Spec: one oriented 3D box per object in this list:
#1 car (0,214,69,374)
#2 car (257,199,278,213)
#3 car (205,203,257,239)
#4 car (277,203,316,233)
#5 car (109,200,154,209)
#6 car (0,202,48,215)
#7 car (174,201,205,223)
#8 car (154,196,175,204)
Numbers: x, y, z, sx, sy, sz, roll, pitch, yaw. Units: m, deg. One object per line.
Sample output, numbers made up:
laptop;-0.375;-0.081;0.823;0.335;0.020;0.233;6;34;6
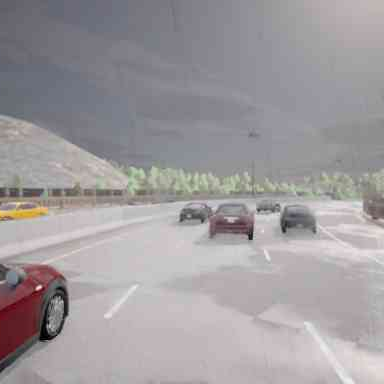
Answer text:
car;-3.140;1.334;3.669;2.097;1.767;4.553;0;0;2
car;8.625;1.540;37.148;2.033;1.411;5.357;0;0;25
car;2.189;1.340;17.432;2.097;1.767;4.553;0;0;11
car;6.263;1.508;19.912;1.837;1.490;4.892;0;0;14
car;-5.556;1.543;30.068;1.895;1.301;4.718;0;0;19
car;-11.485;1.404;21.534;1.882;1.535;5.008;0;0;13
car;0.417;1.498;25.070;1.812;1.442;4.674;0;0;16
car;-4.376;1.432;50.543;1.837;1.490;4.892;0;0;28
